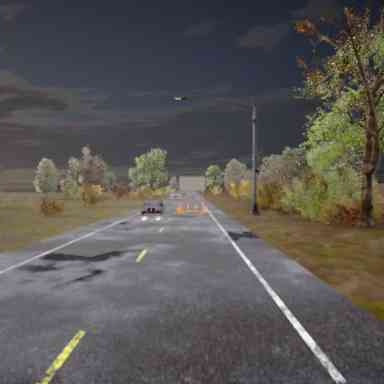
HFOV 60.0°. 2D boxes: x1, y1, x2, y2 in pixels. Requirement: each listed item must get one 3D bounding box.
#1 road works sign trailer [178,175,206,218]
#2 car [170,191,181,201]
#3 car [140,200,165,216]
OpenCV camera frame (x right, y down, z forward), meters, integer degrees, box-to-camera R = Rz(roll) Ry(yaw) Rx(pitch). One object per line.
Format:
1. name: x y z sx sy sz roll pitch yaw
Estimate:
1. road works sign trailer: 0.014 0.339 28.192 2.380 3.560 2.880 0 0 0
2. car: -3.464 0.837 71.684 2.150 2.045 5.566 0 0 0
3. car: -3.578 1.425 31.063 1.994 1.385 4.181 0 0 0
